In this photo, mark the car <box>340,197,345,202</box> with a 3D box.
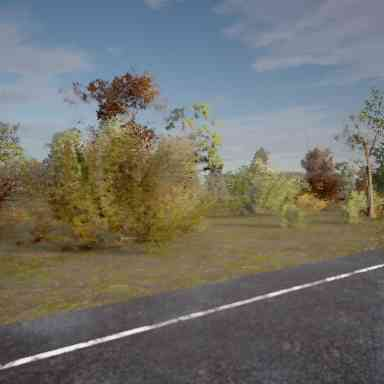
[{"bbox_3d":[33.247,1.429,68.928,1.895,1.301,4.718,0,0,-37],"label":"car"}]
